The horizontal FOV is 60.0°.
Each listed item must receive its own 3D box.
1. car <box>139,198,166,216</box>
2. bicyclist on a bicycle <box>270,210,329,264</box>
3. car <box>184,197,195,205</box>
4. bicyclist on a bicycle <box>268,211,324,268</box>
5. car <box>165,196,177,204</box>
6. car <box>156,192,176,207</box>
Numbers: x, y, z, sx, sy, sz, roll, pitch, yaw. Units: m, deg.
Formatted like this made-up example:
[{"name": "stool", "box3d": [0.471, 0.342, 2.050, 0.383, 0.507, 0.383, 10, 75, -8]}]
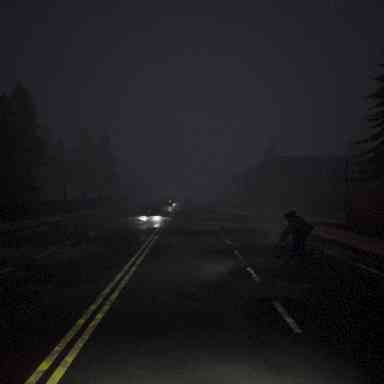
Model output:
[{"name": "car", "box3d": [-3.892, 1.563, 32.139, 1.994, 1.385, 4.181, 0, 0, -1]}, {"name": "bicyclist on a bicycle", "box3d": [3.444, 1.423, 10.756, 1.656, 1.620, 0.582, -2, -1, -3]}, {"name": "car", "box3d": [-0.461, 1.545, 60.526, 2.033, 1.411, 5.357, 0, 0, -1]}, {"name": "bicyclist on a bicycle", "box3d": [3.054, 1.436, 9.921, 1.656, 1.620, 0.582, -2, 0, -4]}, {"name": "car", "box3d": [-4.139, 1.492, 67.071, 2.128, 1.511, 4.902, 0, 0, 0]}, {"name": "car", "box3d": [-4.061, 1.350, 50.833, 2.097, 1.767, 4.553, 0, 0, 0]}]
